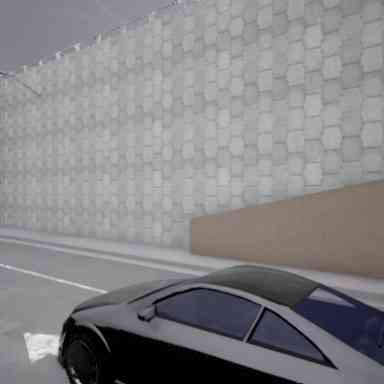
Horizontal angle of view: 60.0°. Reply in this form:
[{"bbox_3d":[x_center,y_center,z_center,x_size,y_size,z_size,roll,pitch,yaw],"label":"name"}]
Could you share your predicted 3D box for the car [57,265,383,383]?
[{"bbox_3d":[0.390,1.563,3.715,4.181,1.385,1.994,0,0,35],"label":"car"}]
